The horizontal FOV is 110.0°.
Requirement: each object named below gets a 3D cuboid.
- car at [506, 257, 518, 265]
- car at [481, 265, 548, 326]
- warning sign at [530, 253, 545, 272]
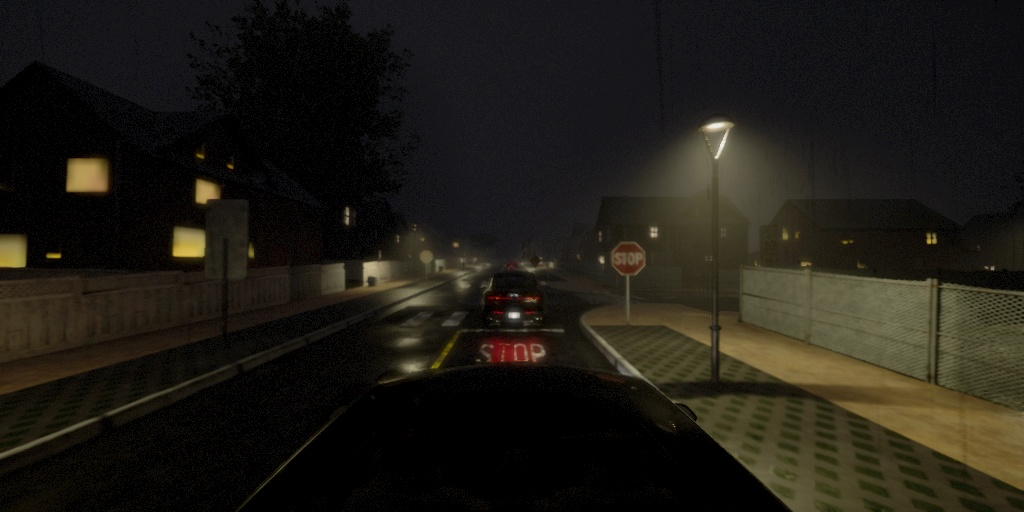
[{"bbox_3d":[0.045,1.273,60.624,1.895,1.301,4.718,0,0,1],"label":"car"},{"bbox_3d":[0.069,1.234,11.525,1.837,1.490,4.892,0,1,0],"label":"car"},{"bbox_3d":[2.514,0.801,37.812,1.300,1.860,1.060,0,0,0],"label":"warning sign"}]
